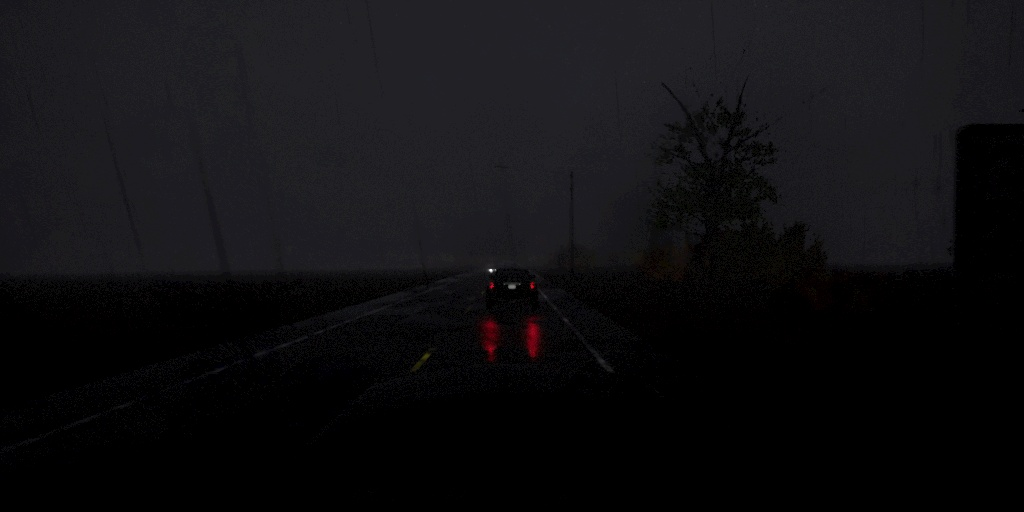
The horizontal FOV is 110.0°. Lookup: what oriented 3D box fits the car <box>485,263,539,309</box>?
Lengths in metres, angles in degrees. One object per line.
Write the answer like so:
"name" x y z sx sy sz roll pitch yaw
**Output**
"car" 0.004 1.233 15.908 2.097 1.767 4.553 0 -1 0
